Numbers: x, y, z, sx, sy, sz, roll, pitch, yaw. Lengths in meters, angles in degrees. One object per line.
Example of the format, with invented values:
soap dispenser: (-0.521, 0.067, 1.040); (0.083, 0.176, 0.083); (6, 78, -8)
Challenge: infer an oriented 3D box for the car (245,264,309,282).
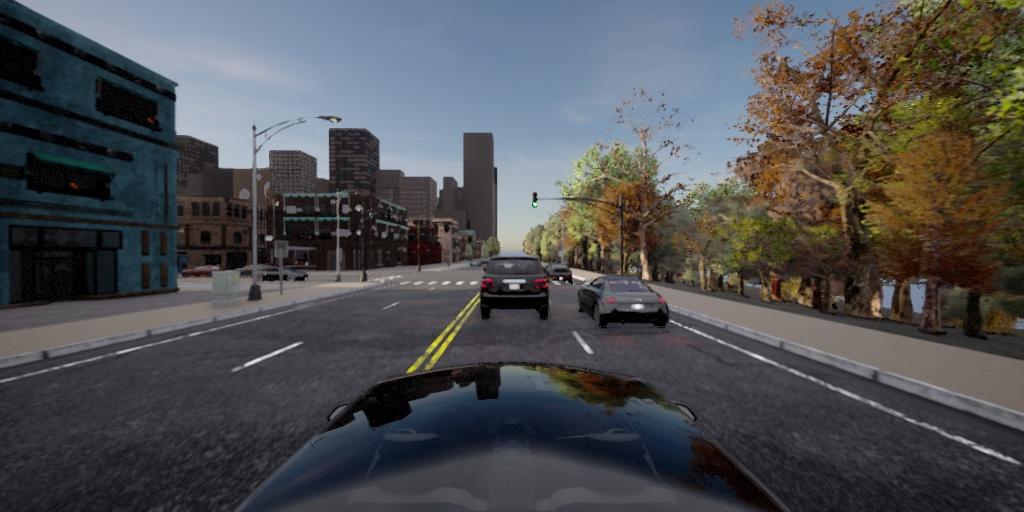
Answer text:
car: (-19.944, 1.583, 30.948); (4.313, 1.339, 1.948); (0, 0, 0)

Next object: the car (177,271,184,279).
car: (-34.020, 1.717, 33.678); (4.181, 1.385, 1.994); (-1, 1, 0)

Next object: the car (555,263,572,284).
car: (3.352, 1.270, 26.924); (1.837, 1.490, 4.892); (0, 0, 0)

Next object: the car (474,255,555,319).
car: (0.101, 0.978, 13.014); (2.150, 2.045, 5.566); (0, 0, 1)

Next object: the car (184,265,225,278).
car: (-33.811, 1.679, 39.468); (4.207, 1.307, 1.802); (0, 0, 0)

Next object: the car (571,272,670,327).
car: (3.351, 1.319, 11.558); (1.994, 1.385, 4.181); (0, 0, 0)

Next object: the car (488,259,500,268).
car: (-3.277, 1.255, 64.652); (1.882, 1.535, 5.008); (0, 0, 1)

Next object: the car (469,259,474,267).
car: (-6.524, 1.270, 64.685); (2.128, 1.511, 4.902); (0, 0, 1)

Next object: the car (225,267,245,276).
car: (-28.276, 1.584, 39.461); (4.403, 1.370, 2.007); (0, 0, 0)
